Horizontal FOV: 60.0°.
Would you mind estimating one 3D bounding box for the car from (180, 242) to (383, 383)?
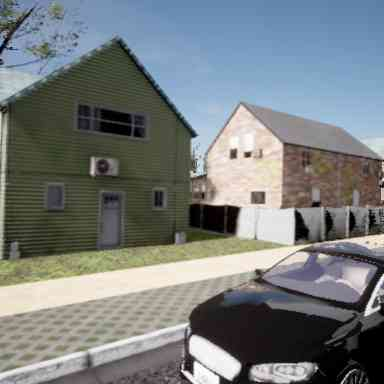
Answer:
[{"bbox_3d":[2.132,1.517,4.585,4.902,1.511,2.128,0,0,-35],"label":"car"}]
